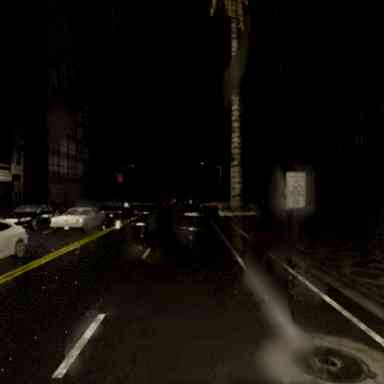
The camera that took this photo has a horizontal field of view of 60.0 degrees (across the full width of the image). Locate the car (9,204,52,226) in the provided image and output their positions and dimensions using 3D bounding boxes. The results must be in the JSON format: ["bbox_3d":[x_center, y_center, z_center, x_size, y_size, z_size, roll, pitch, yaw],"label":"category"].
[{"bbox_3d":[-9.925,1.501,20.671,2.128,1.511,4.902,0,0,0],"label":"car"}]

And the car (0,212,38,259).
[{"bbox_3d":[-6.635,1.529,9.868,1.812,1.442,4.674,0,0,0],"label":"car"}]

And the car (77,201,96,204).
[{"bbox_3d":[-9.944,1.547,31.076,1.812,1.442,4.674,0,0,0],"label":"car"}]

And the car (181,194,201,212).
[{"bbox_3d":[-0.142,1.258,39.728,2.150,2.045,5.566,0,0,0],"label":"car"}]

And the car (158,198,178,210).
[{"bbox_3d":[-3.317,1.609,43.997,1.994,1.385,4.181,0,0,1],"label":"car"}]

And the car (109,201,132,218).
[{"bbox_3d":[-6.702,1.568,30.213,2.033,1.411,5.357,0,0,0],"label":"car"}]

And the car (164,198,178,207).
[{"bbox_3d":[-3.353,1.632,53.963,1.994,1.385,4.181,0,0,0],"label":"car"}]

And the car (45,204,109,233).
[{"bbox_3d":[-6.672,1.610,19.894,1.895,1.301,4.718,0,0,0],"label":"car"}]
